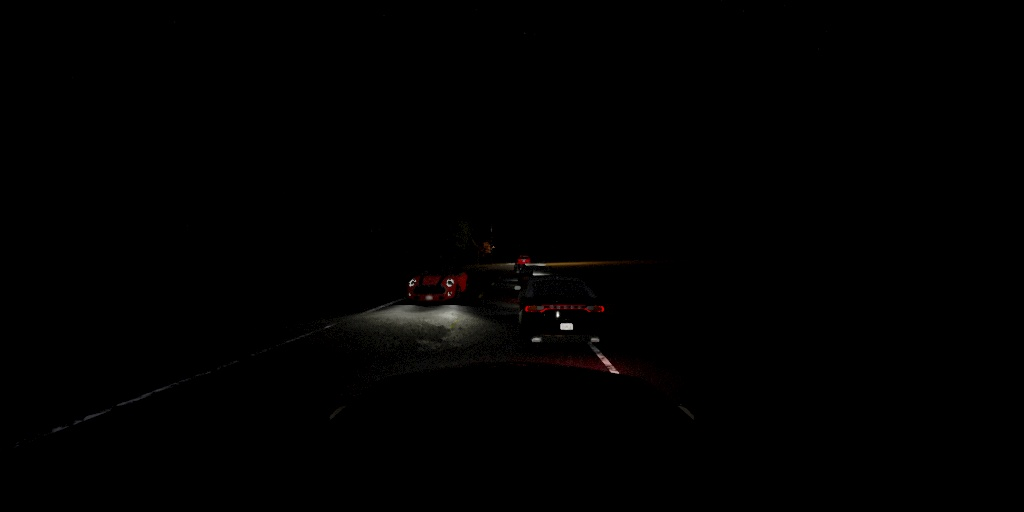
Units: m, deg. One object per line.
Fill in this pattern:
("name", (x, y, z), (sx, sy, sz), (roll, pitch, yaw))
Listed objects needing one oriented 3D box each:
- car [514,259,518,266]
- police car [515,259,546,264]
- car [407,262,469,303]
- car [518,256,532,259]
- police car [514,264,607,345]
("car", (1.298, 1.344, 46.787), (1.895, 1.301, 4.718), (0, 0, 4))
("police car", (1.268, 1.175, 19.566), (1.930, 1.638, 5.238), (0, 0, 1))
("car", (-3.307, 1.103, 16.736), (2.097, 1.767, 4.553), (0, 0, 1))
("car", (2.087, 0.956, 59.913), (2.150, 2.045, 5.566), (0, 0, 4))
("police car", (1.098, 1.175, 9.601), (1.930, 1.638, 5.238), (0, 0, 1))
